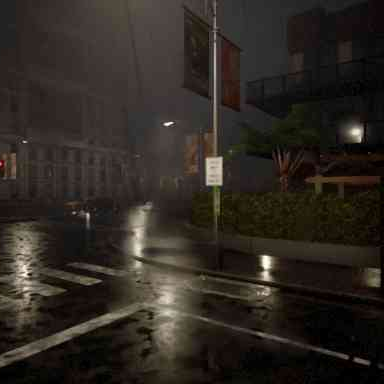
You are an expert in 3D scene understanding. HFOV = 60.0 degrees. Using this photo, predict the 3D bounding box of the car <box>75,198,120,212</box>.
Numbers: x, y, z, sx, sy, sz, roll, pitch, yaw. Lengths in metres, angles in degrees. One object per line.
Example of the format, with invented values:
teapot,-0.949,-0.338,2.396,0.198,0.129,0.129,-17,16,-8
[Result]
car,-10.527,1.505,38.309,1.837,1.490,4.892,0,0,36

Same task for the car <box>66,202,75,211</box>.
car,-13.024,1.477,40.851,1.882,1.535,5.008,0,0,35
